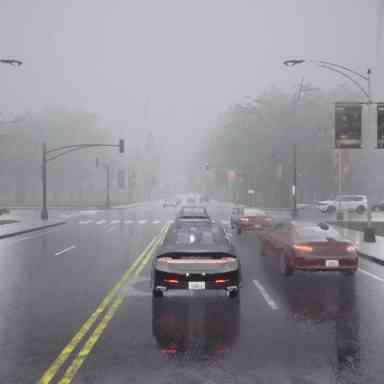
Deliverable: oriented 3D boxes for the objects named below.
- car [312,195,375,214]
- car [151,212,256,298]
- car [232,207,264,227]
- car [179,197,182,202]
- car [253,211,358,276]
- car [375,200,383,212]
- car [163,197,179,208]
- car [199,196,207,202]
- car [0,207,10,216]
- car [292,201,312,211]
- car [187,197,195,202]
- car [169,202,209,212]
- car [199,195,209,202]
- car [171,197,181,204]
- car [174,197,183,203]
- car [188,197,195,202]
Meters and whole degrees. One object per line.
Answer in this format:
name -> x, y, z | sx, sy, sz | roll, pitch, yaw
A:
car -> 17.031, 1.399, 37.607 | 5.566, 2.045, 2.150 | 0, 0, -1
car -> 0.083, 1.496, 8.498 | 2.128, 1.511, 4.902 | 0, 0, 0
car -> 3.322, 1.555, 19.027 | 1.812, 1.442, 4.674 | 0, 0, 1
car -> -3.440, 1.704, 61.403 | 2.128, 1.511, 4.902 | 0, 0, 0
car -> 3.326, 1.533, 10.219 | 1.812, 1.442, 4.674 | 0, 0, 0
car -> 23.915, 1.695, 40.919 | 5.008, 1.535, 1.882 | 0, 0, 0
car -> -3.448, 1.760, 52.051 | 1.895, 1.301, 4.718 | 0, 0, 0
car -> 3.061, 1.953, 93.002 | 2.033, 1.411, 5.357 | 0, -1, 0
car -> -19.815, 1.551, 30.550 | 5.357, 1.411, 2.033 | 0, 0, -1
car -> 14.784, 1.772, 40.829 | 4.718, 1.301, 1.895 | 0, 0, 0
car -> -0.166, 1.893, 82.541 | 1.882, 1.535, 5.008 | 0, -1, 0
car -> 0.065, 1.517, 17.906 | 2.128, 1.511, 4.902 | 0, 0, 0
car -> 3.084, 1.642, 82.614 | 2.150, 2.045, 5.566 | 0, -1, 0
car -> -3.395, 1.851, 71.314 | 1.994, 1.385, 4.181 | 0, -1, 0
car -> -3.422, 1.945, 85.124 | 2.033, 1.411, 5.357 | 0, -1, 0
car -> -0.189, 1.965, 92.995 | 1.994, 1.385, 4.181 | 0, -1, 0
